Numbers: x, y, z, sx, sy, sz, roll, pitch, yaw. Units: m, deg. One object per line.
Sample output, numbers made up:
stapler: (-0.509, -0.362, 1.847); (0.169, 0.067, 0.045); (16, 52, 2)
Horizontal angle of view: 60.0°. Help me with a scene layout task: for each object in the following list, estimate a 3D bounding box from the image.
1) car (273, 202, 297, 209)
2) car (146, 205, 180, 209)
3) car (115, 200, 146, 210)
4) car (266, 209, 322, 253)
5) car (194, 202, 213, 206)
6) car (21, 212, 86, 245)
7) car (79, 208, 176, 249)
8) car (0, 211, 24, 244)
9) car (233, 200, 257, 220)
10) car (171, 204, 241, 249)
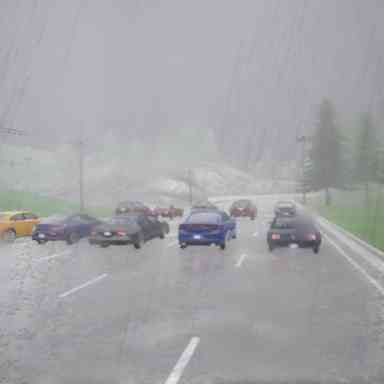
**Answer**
car: (8.000, 1.548, 28.588); (1.812, 1.442, 4.674); (-1, 0, 15)
car: (-2.227, 1.825, 30.984); (1.895, 1.301, 4.718); (-1, 0, 15)
car: (-5.632, 1.641, 31.852); (2.097, 1.767, 4.553); (-1, -1, 14)
car: (4.126, 1.607, 13.814); (1.895, 1.301, 4.718); (-1, 0, 15)
car: (1.207, 1.649, 30.282); (2.128, 1.511, 4.902); (-1, 0, 15)
car: (-5.959, 1.734, 16.738); (1.812, 1.442, 4.674); (-1, 0, 15)
car: (-2.676, 1.688, 15.475); (2.033, 1.411, 5.357); (-1, 0, 15)
car: (-9.321, 1.753, 17.713); (1.882, 1.535, 5.008); (-1, 0, 15)
car: (4.534, 1.440, 29.188); (2.097, 1.767, 4.553); (-1, -1, 15)
car: (0.835, 1.552, 15.053); (1.882, 1.535, 5.008); (-1, 0, 15)
